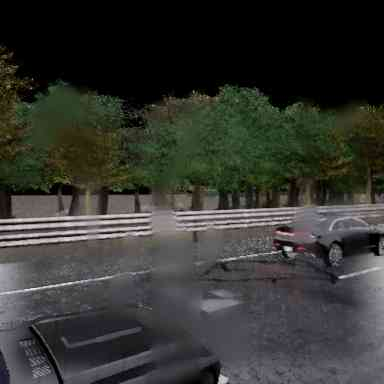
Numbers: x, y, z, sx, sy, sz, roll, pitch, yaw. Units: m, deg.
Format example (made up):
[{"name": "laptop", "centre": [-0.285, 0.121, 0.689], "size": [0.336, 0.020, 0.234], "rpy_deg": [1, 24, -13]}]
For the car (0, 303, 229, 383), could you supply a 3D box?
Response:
[{"name": "car", "centre": [-2.001, 1.601, 2.316], "size": [4.718, 1.301, 1.895], "rpy_deg": [0, 0, -35]}]

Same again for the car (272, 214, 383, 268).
[{"name": "car", "centre": [4.888, 1.502, 11.400], "size": [4.902, 1.511, 2.128], "rpy_deg": [0, 0, -34]}]
